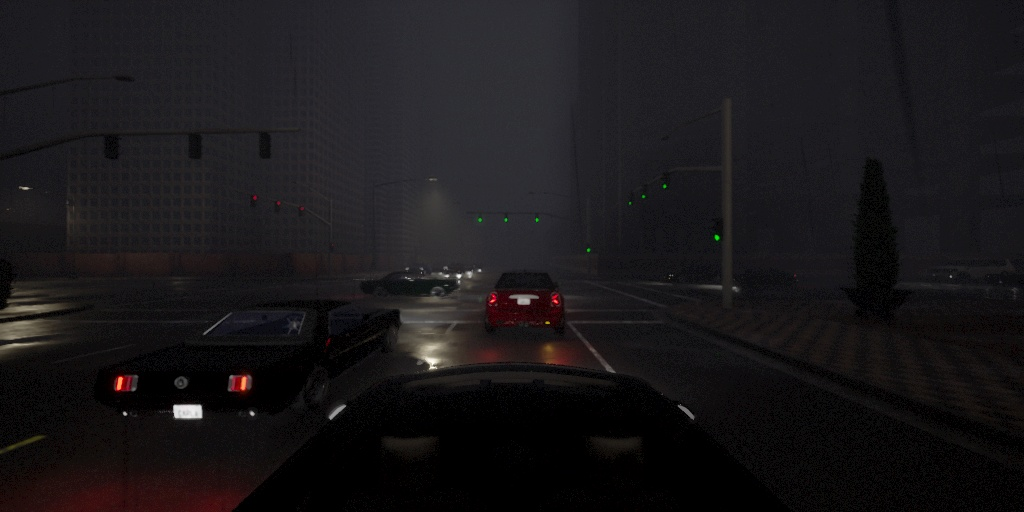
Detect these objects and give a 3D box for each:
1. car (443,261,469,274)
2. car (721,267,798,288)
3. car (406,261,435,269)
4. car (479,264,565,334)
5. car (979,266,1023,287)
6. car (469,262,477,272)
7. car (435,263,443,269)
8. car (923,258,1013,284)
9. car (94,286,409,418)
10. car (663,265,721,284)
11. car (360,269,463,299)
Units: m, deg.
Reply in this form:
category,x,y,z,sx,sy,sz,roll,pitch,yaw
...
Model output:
category,x,y,z,sx,sy,sz,roll,pitch,yaw
car,-7.200,1.598,46.347,1.837,1.490,4.892,0,0,1
car,17.805,1.497,25.586,4.181,1.385,1.994,0,0,0
car,-10.764,1.408,41.506,2.097,1.767,4.553,0,0,1
car,0.478,1.174,11.080,2.097,1.767,4.553,0,0,5
car,36.915,1.533,25.443,4.718,1.301,1.895,0,0,1
car,-7.040,1.769,56.094,1.895,1.301,4.718,0,0,1
car,-10.609,1.686,52.291,2.033,1.411,5.357,0,0,1
car,36.860,1.181,28.948,5.566,2.045,2.150,0,0,1
car,-3.424,1.384,6.033,1.895,1.301,4.718,0,0,0
car,14.833,1.465,29.108,4.892,1.490,1.837,0,0,0
car,-5.199,1.487,18.644,4.718,1.301,1.895,0,0,0
